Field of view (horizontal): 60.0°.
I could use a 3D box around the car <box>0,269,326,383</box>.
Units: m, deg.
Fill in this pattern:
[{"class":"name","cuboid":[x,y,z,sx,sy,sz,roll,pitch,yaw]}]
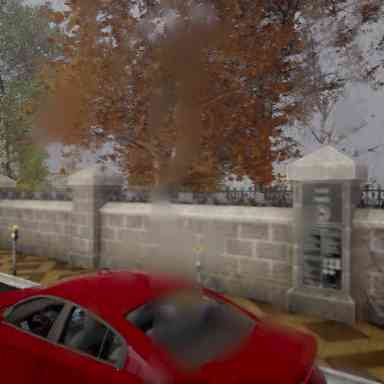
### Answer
[{"class":"car","cuboid":[-0.973,1.547,3.594,4.507,1.381,1.887,0,0,36]}]
